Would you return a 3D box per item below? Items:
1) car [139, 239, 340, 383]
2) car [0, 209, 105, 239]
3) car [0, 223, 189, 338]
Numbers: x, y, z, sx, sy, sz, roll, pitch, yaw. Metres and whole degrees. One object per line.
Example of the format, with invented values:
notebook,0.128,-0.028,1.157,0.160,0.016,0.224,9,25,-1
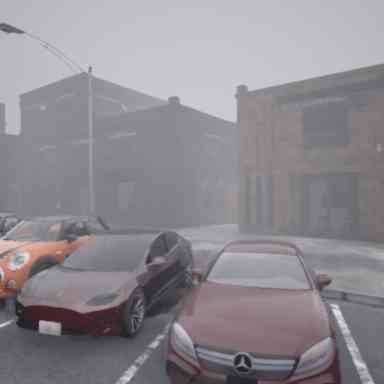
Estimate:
car,1.084,1.545,5.313,2.002,1.452,4.674,0,-1,16
car,-3.792,1.436,8.831,2.185,1.767,4.553,0,-1,16
car,-1.369,1.561,7.026,2.163,1.488,4.792,0,-1,16
